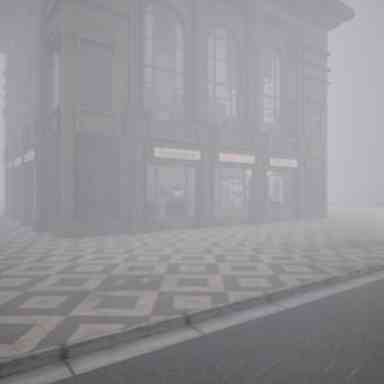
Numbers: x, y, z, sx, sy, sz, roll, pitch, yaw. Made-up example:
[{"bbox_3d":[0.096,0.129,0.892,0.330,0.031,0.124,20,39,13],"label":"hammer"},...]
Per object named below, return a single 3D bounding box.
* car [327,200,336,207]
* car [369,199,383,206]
[{"bbox_3d":[20.543,1.644,52.956,1.887,1.381,4.507,0,0,-36],"label":"car"},{"bbox_3d":[30.767,1.688,53.450,1.947,1.339,4.313,0,0,-36],"label":"car"}]
